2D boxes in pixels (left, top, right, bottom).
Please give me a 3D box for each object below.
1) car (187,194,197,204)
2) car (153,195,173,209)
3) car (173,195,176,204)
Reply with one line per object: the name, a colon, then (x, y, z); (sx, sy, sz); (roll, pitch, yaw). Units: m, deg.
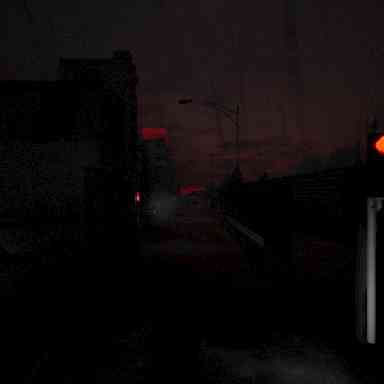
car: (0.065, 1.526, 63.913); (1.812, 1.442, 4.674); (0, 0, 0)
car: (-4.119, 1.491, 44.361); (2.128, 1.511, 4.902); (0, 0, 0)
car: (-4.118, 1.601, 53.645); (1.895, 1.301, 4.718); (0, 0, 0)
